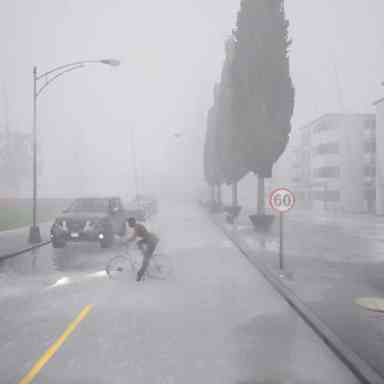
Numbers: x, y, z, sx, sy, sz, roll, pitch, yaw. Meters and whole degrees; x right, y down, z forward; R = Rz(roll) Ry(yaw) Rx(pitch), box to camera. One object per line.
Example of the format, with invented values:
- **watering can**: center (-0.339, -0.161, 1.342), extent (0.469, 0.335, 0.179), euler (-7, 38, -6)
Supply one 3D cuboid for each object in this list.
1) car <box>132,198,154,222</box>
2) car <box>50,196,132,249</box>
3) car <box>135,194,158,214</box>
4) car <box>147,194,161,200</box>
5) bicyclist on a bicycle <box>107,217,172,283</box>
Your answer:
- **car**: center (-4.447, 1.477, 26.283), extent (1.882, 1.535, 5.008), euler (0, 0, -1)
- **car**: center (-4.350, 1.221, 14.982), extent (2.150, 2.045, 5.566), euler (0, 0, -1)
- **car**: center (-4.596, 1.221, 32.584), extent (2.150, 2.045, 5.566), euler (0, 0, 0)
- **car**: center (-10.655, 1.412, 92.740), extent (3.633, 1.501, 1.845), euler (0, 0, -1)
- **bicyclist on a bicycle**: center (-1.332, 1.450, 8.338), extent (1.656, 1.620, 0.582), euler (-2, 0, -1)
